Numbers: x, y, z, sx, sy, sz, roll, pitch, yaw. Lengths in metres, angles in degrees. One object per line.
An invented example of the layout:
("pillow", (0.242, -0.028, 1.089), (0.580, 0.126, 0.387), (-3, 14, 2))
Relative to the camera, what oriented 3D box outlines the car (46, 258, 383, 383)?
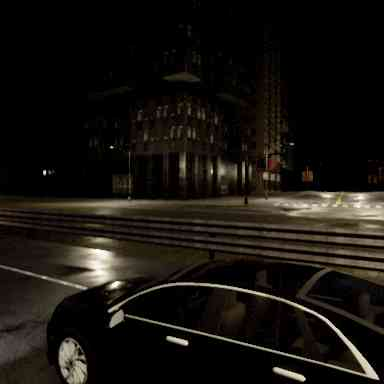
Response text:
("car", (0.401, 1.501, 3.565), (4.892, 1.490, 1.837), (0, 0, 35))
